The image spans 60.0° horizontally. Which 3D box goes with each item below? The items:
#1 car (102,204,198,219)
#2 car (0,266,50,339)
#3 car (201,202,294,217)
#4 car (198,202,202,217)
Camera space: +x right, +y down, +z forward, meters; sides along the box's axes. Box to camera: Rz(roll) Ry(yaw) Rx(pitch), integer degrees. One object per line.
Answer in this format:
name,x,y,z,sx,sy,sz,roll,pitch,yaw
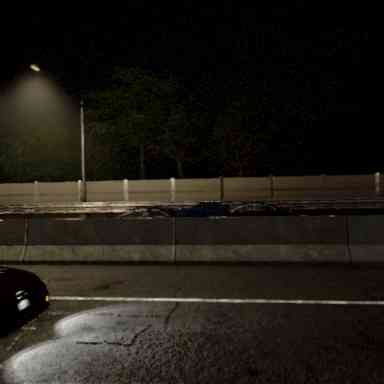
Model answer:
car,-2.384,1.468,15.996,4.902,1.511,2.128,-1,0,6
car,-4.644,1.641,5.483,4.181,1.385,1.994,-1,0,6
car,3.219,1.335,18.893,4.902,1.511,2.128,-1,0,6
car,0.840,1.402,22.680,4.674,1.442,1.812,-1,0,6
